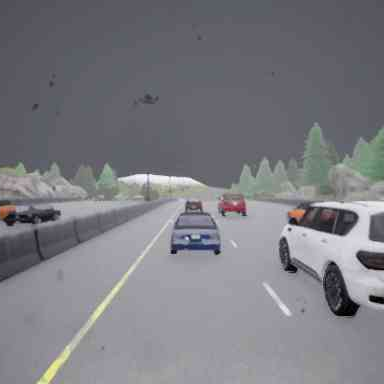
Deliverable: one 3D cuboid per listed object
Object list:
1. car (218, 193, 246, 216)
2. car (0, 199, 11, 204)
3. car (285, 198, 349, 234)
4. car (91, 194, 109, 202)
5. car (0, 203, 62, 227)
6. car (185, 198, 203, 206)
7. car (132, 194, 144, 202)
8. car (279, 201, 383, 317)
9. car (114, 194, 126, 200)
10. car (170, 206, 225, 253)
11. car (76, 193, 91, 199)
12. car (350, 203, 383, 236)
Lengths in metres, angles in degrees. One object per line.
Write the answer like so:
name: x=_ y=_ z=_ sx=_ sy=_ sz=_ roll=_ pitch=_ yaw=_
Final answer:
car: x=3.664 y=1.132 z=31.070 sx=2.150 sy=2.045 sz=5.566 roll=0 pitch=0 yaw=0
car: x=-14.041 y=1.271 z=22.827 sx=2.097 sy=1.767 sz=4.553 roll=0 pitch=0 yaw=0
car: x=7.147 y=1.300 z=19.601 sx=2.097 sy=1.767 sz=4.553 roll=0 pitch=0 yaw=0
car: x=-17.340 y=1.132 z=64.196 sx=1.812 sy=1.442 sz=4.674 roll=0 pitch=0 yaw=0
car: x=-10.546 y=1.524 z=22.322 sx=1.895 sy=1.301 sz=4.718 roll=0 pitch=0 yaw=0
car: x=0.190 y=1.367 z=37.049 sx=1.882 sy=1.535 sz=5.008 roll=0 pitch=0 yaw=0
car: x=-10.340 y=1.139 z=64.179 sx=1.812 sy=1.442 sz=4.674 roll=0 pitch=0 yaw=0
car: x=3.628 y=1.202 z=7.536 sx=2.150 sy=2.045 sz=5.566 roll=0 pitch=0 yaw=1
car: x=-13.840 y=1.048 z=64.192 sx=1.812 sy=1.442 sz=4.674 roll=0 pitch=0 yaw=0
car: x=0.127 y=1.507 z=13.393 sx=2.033 sy=1.411 sz=5.357 roll=0 pitch=0 yaw=0
car: x=-20.839 y=0.808 z=64.243 sx=2.097 sy=1.767 sz=4.553 roll=0 pitch=0 yaw=0
car: x=10.643 y=1.461 z=18.090 sx=1.837 sy=1.490 sz=4.892 roll=0 pitch=0 yaw=0
